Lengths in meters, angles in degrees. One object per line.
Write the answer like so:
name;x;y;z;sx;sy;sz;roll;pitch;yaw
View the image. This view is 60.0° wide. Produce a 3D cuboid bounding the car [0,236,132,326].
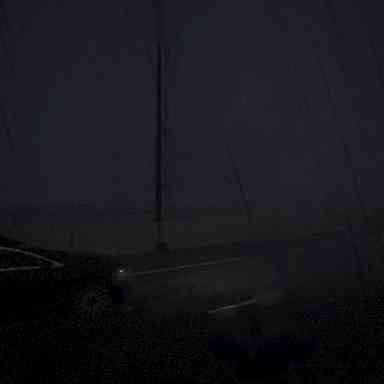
car;-3.442;1.493;5.591;4.902;1.511;2.128;0;0;-35
